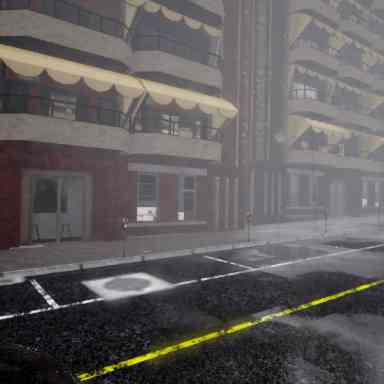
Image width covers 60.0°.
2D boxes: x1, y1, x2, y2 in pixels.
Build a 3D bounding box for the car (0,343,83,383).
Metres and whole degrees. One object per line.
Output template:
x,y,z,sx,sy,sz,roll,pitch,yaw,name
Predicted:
-2.783,1.491,1.185,4.902,1.511,2.128,0,0,-35,car
